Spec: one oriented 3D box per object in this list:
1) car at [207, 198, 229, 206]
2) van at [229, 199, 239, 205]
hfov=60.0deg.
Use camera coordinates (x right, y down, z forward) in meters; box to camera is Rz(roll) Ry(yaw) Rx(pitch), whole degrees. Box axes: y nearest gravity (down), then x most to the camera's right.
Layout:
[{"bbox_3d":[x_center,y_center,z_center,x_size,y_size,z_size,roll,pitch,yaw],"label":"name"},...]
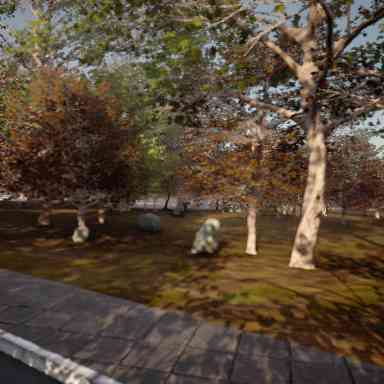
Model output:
[{"bbox_3d":[6.516,2.578,90.214,2.435,2.045,5.566,4,1,44],"label":"car"},{"bbox_3d":[10.304,2.840,94.135,1.878,1.987,4.442,4,1,44],"label":"van"}]
